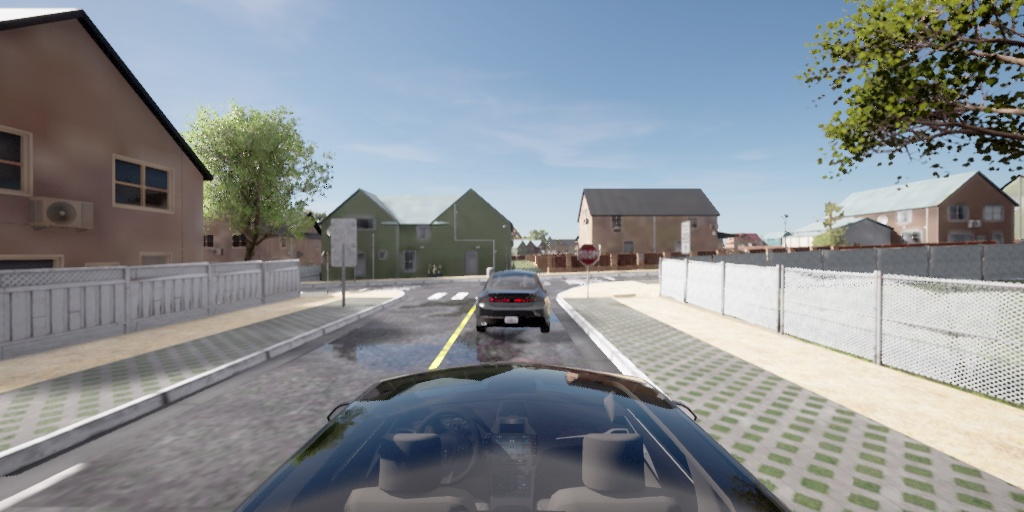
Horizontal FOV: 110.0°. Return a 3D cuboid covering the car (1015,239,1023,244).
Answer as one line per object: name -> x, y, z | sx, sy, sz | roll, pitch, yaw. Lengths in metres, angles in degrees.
car -> 34.661, -0.428, 23.586 | 4.553, 1.767, 2.097 | -2, 0, 1

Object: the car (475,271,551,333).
car -> 0.084, 1.157, 10.436 | 1.837, 1.490, 4.892 | 0, 1, 2
